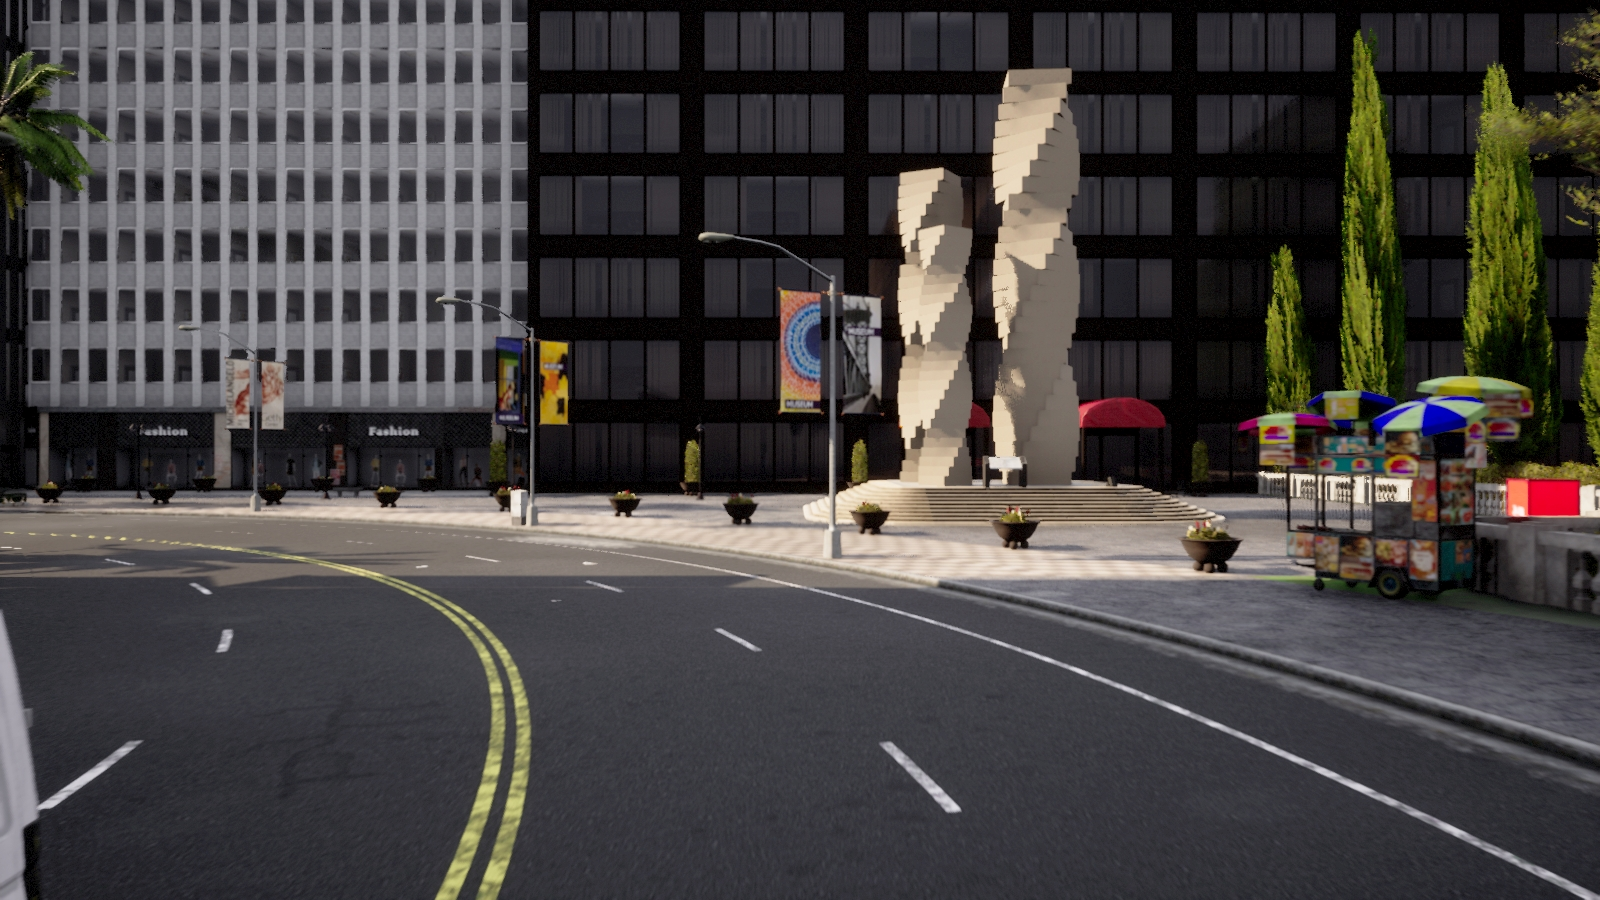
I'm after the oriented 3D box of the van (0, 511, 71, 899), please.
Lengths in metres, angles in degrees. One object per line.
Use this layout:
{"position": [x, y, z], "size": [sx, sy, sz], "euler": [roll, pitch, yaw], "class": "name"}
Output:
{"position": [-3.763, 1.534, 1.704], "size": [1.988, 2.561, 5.915], "euler": [0, 0, -5], "class": "van"}
